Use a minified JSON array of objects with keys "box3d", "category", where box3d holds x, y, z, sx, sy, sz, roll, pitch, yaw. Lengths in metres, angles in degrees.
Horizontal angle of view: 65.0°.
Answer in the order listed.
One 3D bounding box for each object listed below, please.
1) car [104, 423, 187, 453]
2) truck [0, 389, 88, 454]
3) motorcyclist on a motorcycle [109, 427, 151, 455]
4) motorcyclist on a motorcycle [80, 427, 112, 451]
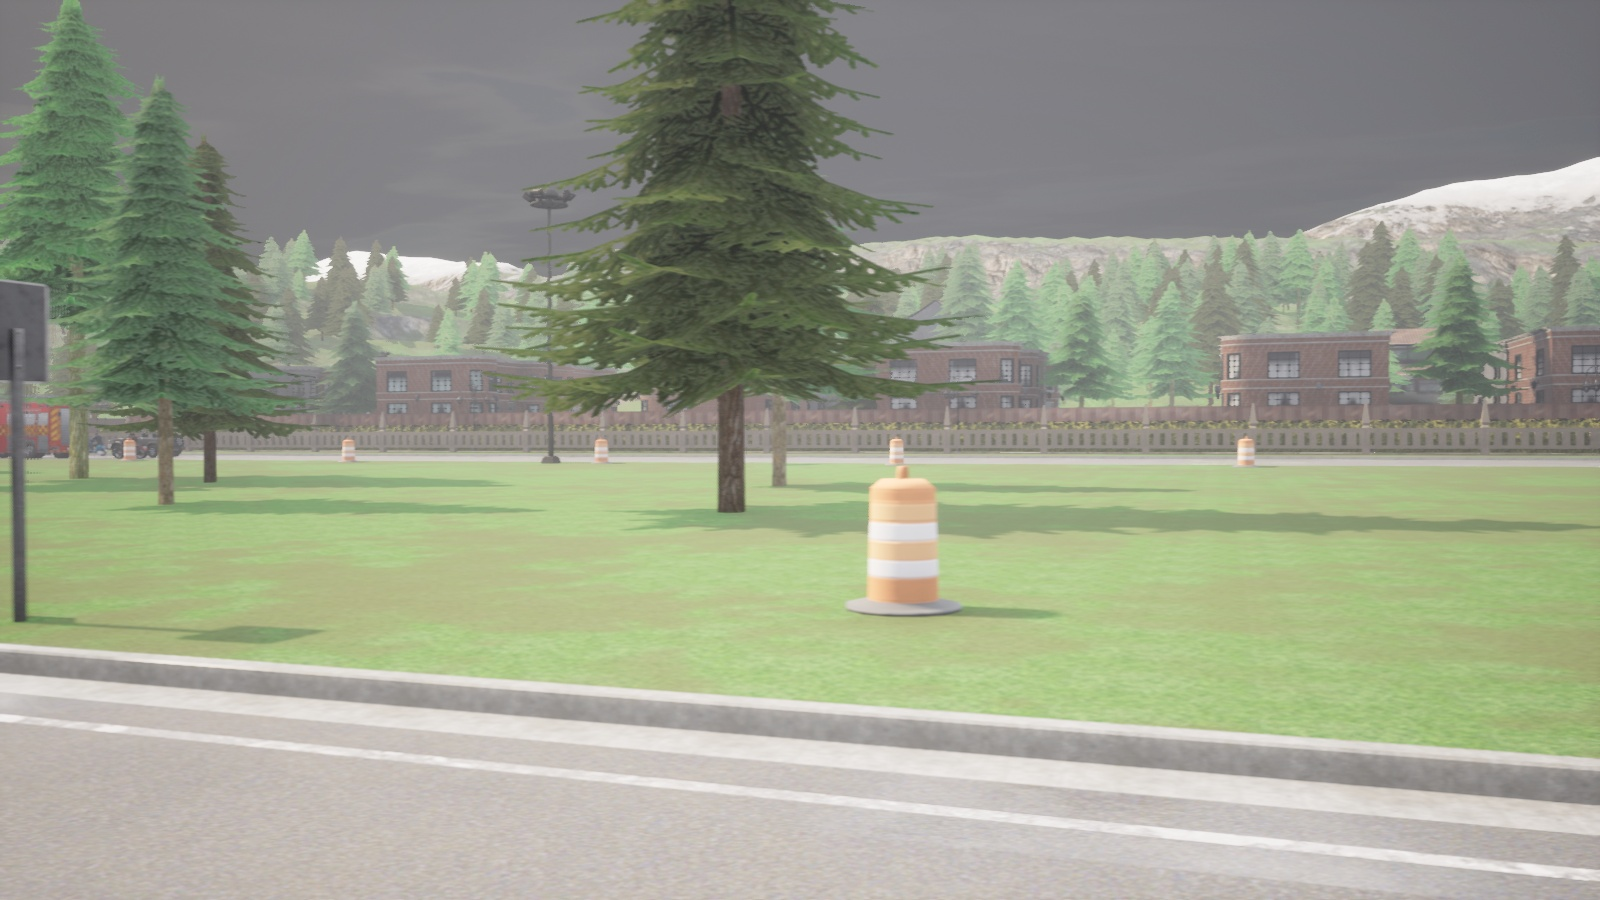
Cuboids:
[{"box3d":[-40.627,-0.759,77.987,4.605,1.855,1.932,1,1,19],"category":"car"},{"box3d":[-47.992,-1.748,76.740,8.468,3.827,2.891,1,1,18],"category":"truck"},{"box3d":[-39.440,-0.555,73.905,2.350,1.649,0.766,0,1,18],"category":"motorcyclist on a motorcycle"},{"box3d":[-47.007,-0.739,83.806,1.817,1.590,0.866,1,1,18],"category":"motorcyclist on a motorcycle"}]
